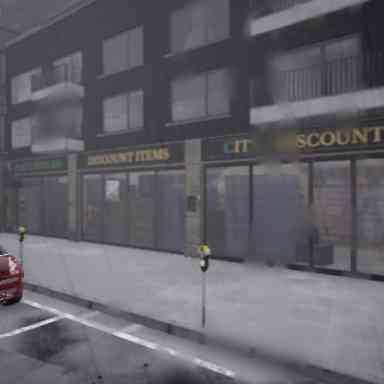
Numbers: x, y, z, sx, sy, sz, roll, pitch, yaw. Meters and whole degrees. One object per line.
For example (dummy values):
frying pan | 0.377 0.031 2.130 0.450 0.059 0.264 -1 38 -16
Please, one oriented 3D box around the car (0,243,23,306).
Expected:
car | -5.351 1.491 6.909 4.097 1.590 1.967 0 0 36
